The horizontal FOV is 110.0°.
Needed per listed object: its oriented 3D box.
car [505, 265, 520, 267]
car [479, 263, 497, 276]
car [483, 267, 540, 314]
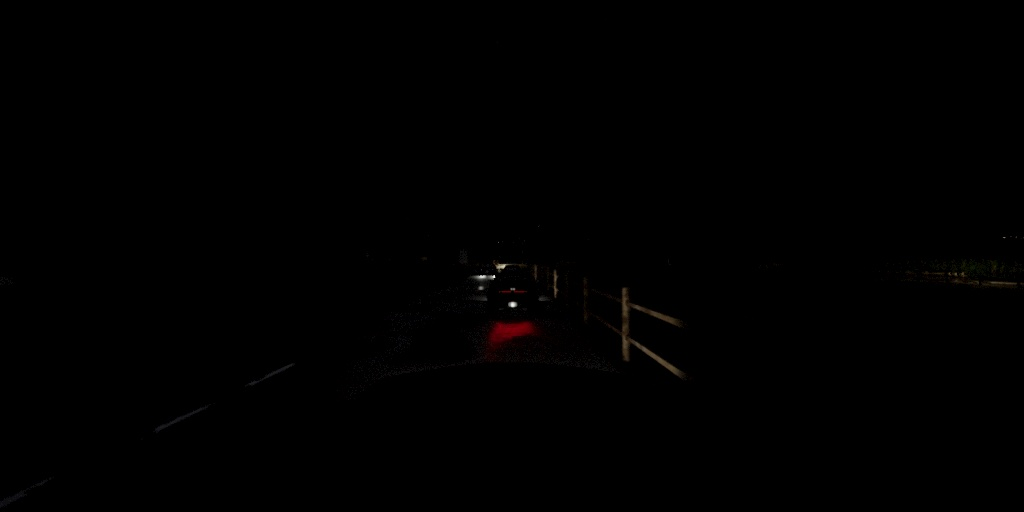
[{"bbox_3d":[0.035,1.493,29.942,1.812,1.442,4.674,0,0,1],"label":"car"},{"bbox_3d":[-2.827,1.579,43.340,1.812,1.442,4.674,0,-1,1],"label":"car"},{"bbox_3d":[0.038,1.359,14.297,1.837,1.490,4.892,0,0,0],"label":"car"}]
